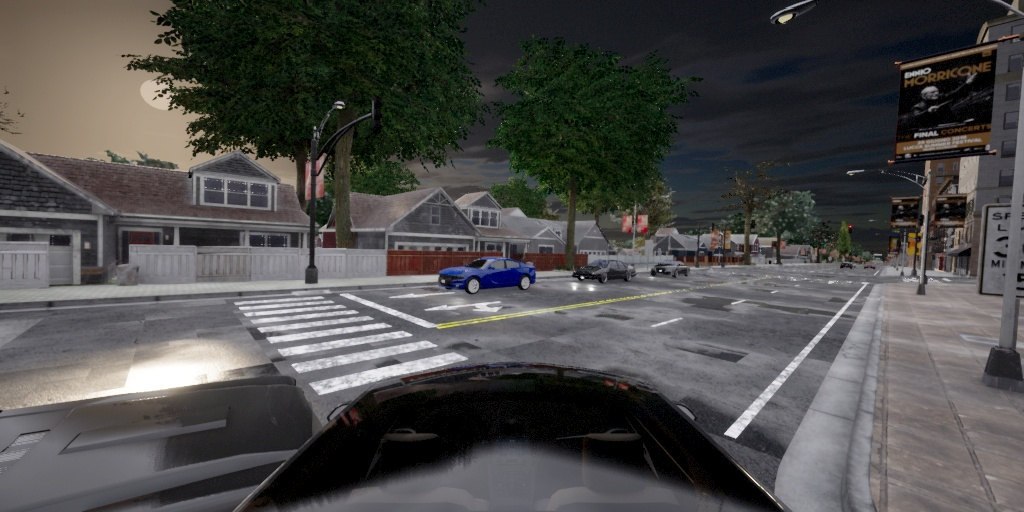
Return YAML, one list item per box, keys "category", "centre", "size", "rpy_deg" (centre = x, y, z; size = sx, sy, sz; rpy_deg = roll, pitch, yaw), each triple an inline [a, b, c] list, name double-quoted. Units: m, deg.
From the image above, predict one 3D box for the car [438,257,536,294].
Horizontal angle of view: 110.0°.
- category: "car"
  centre: [-1.029, 0.792, 16.540]
  size: [5.008, 1.535, 1.882]
  rpy_deg: [1, 2, -44]

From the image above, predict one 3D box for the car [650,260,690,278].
- category: "car"
  centre: [13.416, 1.027, 30.296]
  size: [4.181, 1.385, 1.994]
  rpy_deg: [1, 2, -44]

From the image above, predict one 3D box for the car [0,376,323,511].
- category: "car"
  centre: [-3.316, 1.278, 1.368]
  size: [4.718, 1.301, 1.895]
  rpy_deg: [1, 2, -34]

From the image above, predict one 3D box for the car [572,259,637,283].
- category: "car"
  centre: [6.178, 0.934, 23.417]
  size: [5.357, 1.411, 2.033]
  rpy_deg: [1, 2, -44]
